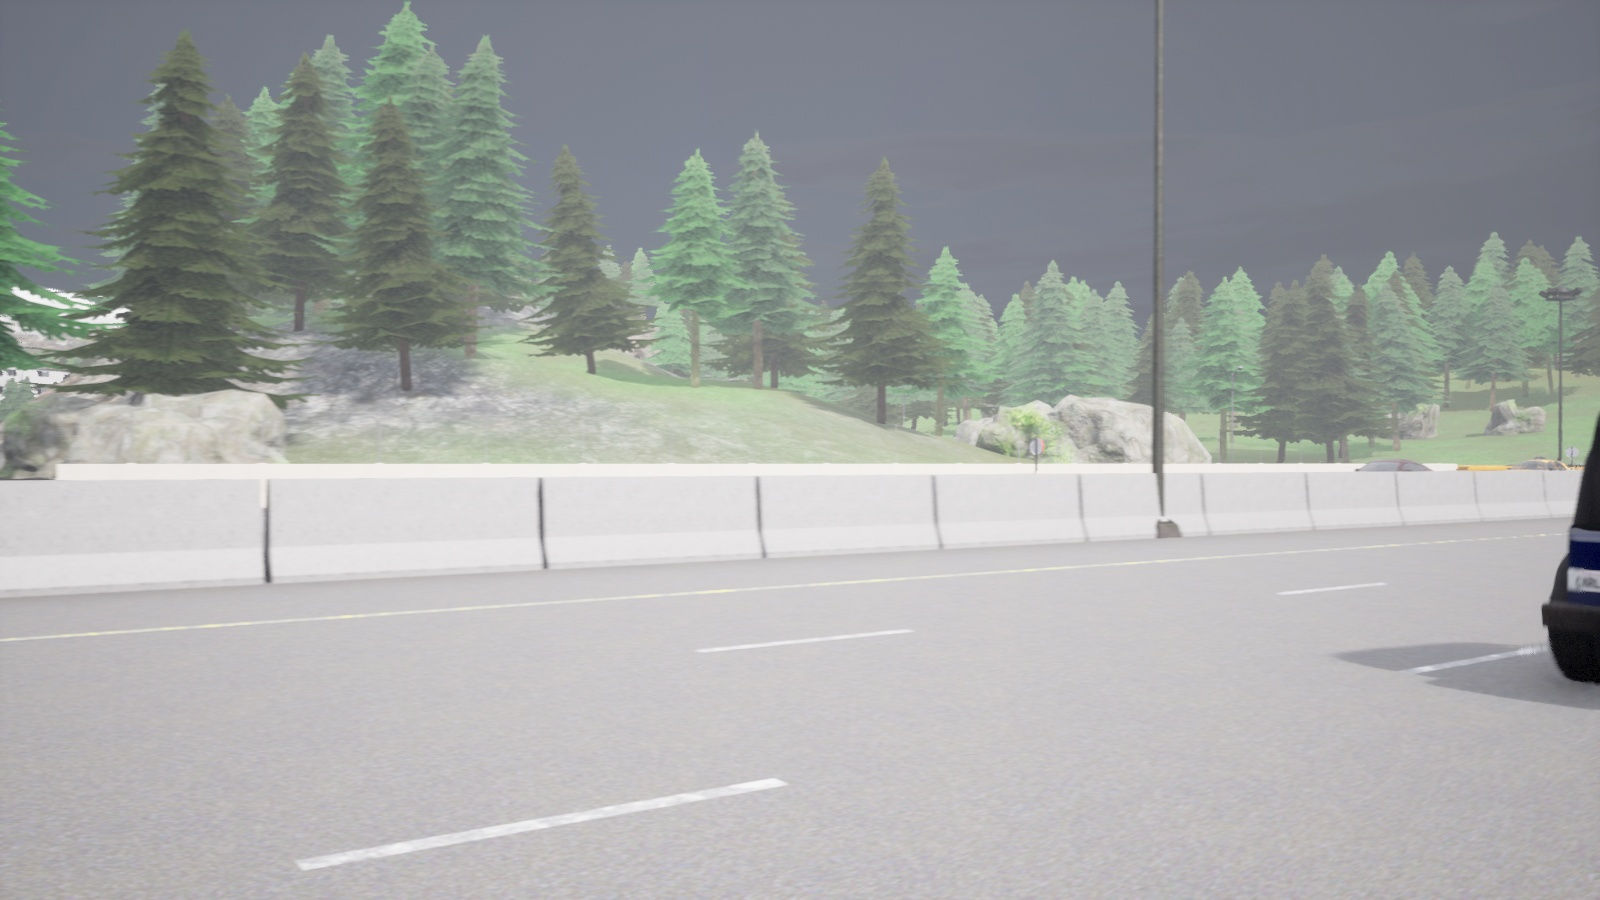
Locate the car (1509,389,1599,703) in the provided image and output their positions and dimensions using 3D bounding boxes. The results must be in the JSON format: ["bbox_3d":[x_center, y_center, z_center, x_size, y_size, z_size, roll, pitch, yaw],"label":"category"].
[{"bbox_3d":[6.617,0.576,8.264,3.866,1.878,1.905,0,0,-35],"label":"car"}]

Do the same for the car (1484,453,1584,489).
[{"bbox_3d":[33.101,0.923,56.543,5.366,1.575,1.801,0,0,-35],"label":"car"}]

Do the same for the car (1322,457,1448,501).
[{"bbox_3d":[20.195,0.952,43.297,4.674,1.442,1.812,0,0,-35],"label":"car"}]
